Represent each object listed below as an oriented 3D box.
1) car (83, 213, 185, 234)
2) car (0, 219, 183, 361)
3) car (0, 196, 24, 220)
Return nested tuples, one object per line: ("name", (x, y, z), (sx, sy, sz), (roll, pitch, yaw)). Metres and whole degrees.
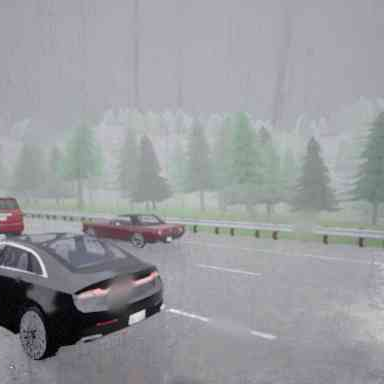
("car", (-2.713, 1.585, 14.526), (4.718, 1.301, 1.895), (0, 0, 36))
("car", (-2.716, 1.483, 5.930), (4.902, 1.511, 2.128), (0, 0, 35))
("car", (-10.010, 1.196, 15.449), (5.566, 2.045, 2.150), (0, 0, 36))
